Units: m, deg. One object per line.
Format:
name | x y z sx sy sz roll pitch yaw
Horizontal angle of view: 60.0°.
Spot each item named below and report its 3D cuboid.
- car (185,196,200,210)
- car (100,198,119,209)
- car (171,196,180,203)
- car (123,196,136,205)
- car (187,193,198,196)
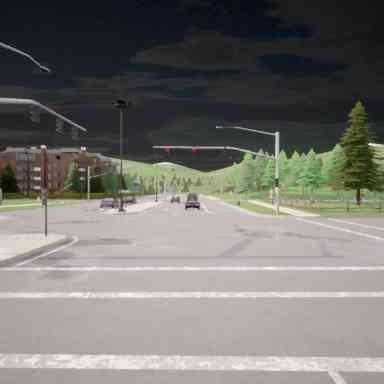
car | 0.055 1.605 43.511 1.895 1.301 4.718 0 0 0
car | -11.521 1.531 46.733 1.812 1.442 4.674 0 0 0
car | -3.413 1.499 68.920 2.128 1.511 4.902 0 0 0
car | -11.446 1.484 60.985 1.882 1.535 5.008 0 0 1
car | 0.088 1.229 68.947 2.150 2.045 5.566 0 0 0
